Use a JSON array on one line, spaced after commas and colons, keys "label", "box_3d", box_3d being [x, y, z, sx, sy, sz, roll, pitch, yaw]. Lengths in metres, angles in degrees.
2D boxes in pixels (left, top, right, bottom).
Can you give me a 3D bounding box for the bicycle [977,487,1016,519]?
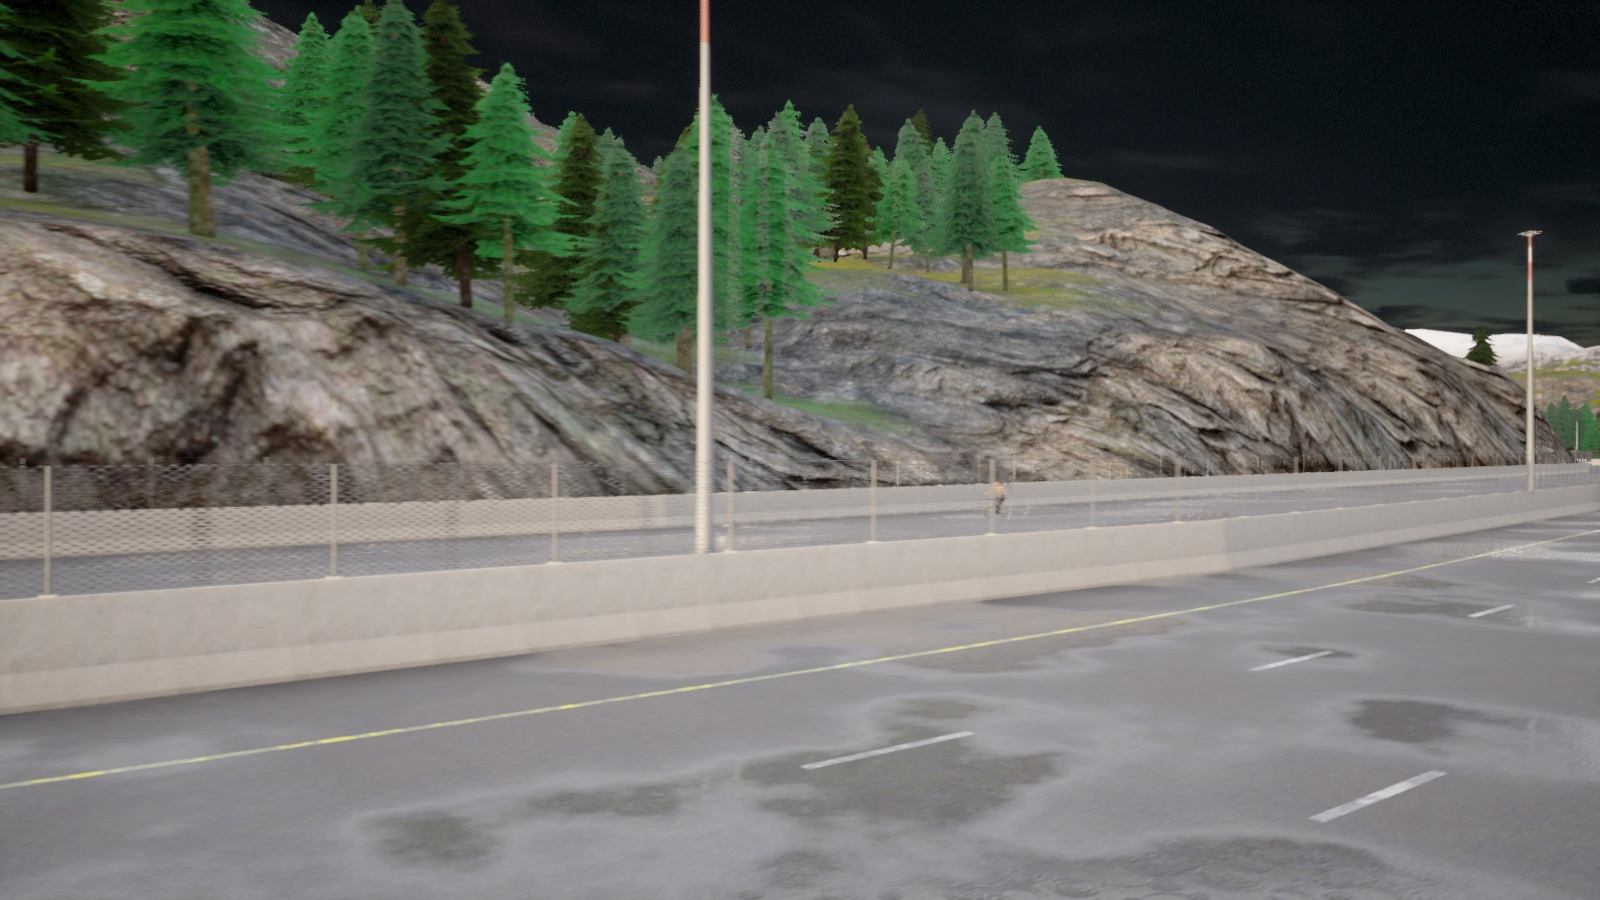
[{"label": "bicycle", "box_3d": [8.183, 2.197, 47.602, 1.487, 1.295, 0.859, 0, 0, -44]}]
